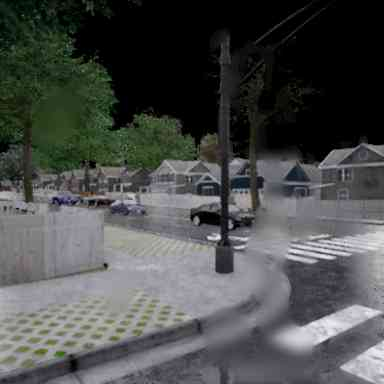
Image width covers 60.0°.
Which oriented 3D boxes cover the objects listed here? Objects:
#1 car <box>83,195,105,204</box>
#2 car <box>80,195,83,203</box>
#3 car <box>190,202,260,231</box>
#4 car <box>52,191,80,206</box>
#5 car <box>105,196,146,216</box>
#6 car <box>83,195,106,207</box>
[{"bbox_3d":[-16.417,1.168,55.568,1.895,1.301,4.718,0,1,-37],"label":"car"},{"bbox_3d":[-18.996,1.058,53.592,1.837,1.490,4.892,0,1,-37],"label":"car"},{"bbox_3d":[1.880,1.378,20.206,1.882,1.535,5.008,0,0,-37],"label":"car"},{"bbox_3d":[-18.250,0.837,47.178,2.150,2.045,5.566,0,0,-37],"label":"car"},{"bbox_3d":[-6.028,1.394,30.741,1.812,1.442,4.674,0,0,-37],"label":"car"},{"bbox_3d":[-12.735,1.176,45.326,1.882,1.535,5.008,0,1,-37],"label":"car"}]
